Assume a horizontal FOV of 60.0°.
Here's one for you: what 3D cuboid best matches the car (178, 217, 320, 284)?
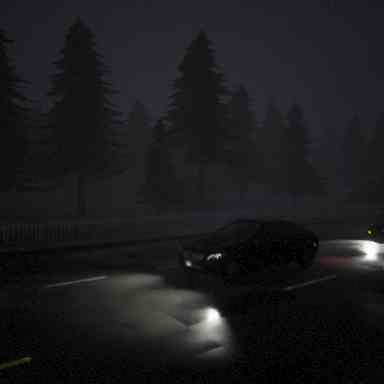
[{"bbox_3d":[1.806,1.477,9.574,4.674,1.442,1.812,-1,0,-36],"label":"car"}]

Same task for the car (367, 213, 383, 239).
[{"bbox_3d":[9.894,1.446,15.246,4.181,1.385,1.994,0,0,-35],"label":"car"}]
